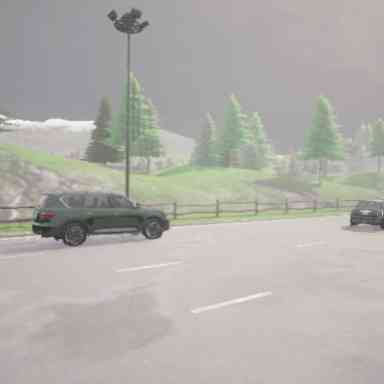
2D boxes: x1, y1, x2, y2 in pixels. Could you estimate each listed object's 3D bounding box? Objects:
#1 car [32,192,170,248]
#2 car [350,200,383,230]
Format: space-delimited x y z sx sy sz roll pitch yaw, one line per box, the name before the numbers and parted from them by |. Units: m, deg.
car | -3.661 1.018 13.997 5.566 2.045 2.150 1 1 -35
car | 11.783 1.261 20.463 4.553 1.767 2.097 0 1 -35
